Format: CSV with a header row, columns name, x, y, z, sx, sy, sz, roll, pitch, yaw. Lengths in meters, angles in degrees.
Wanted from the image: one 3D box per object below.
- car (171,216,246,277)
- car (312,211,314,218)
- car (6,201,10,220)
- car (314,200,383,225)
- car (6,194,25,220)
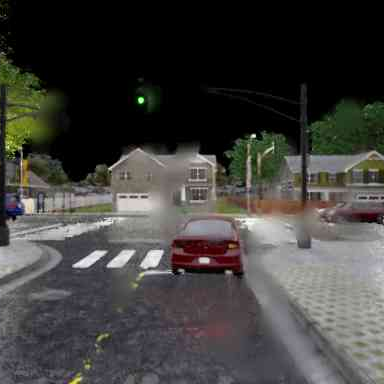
name,x,y,z,sx,sy,sz,roll,pitch,yaw
car,0.653,1.469,10.408,1.882,1.535,5.008,0,0,8
car,12.327,1.673,27.405,4.674,1.442,1.812,0,-1,1
car,-14.487,1.464,21.279,4.181,1.385,1.994,1,-1,1
car,11.753,1.457,24.169,4.553,1.767,2.097,0,-1,1
car,-15.582,1.160,24.944,5.566,2.045,2.150,0,-1,-1
